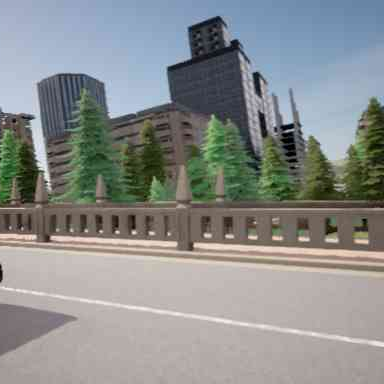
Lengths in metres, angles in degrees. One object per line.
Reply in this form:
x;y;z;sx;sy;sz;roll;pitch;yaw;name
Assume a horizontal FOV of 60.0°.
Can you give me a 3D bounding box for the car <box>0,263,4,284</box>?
-6.121;1.636;6.596;4.718;1.301;1.895;-1;1;25;car
